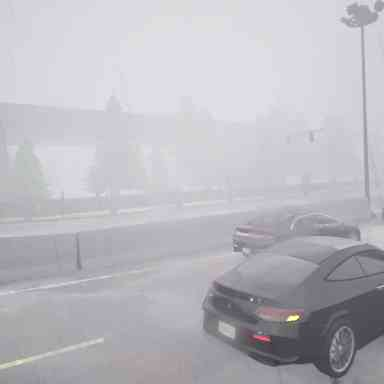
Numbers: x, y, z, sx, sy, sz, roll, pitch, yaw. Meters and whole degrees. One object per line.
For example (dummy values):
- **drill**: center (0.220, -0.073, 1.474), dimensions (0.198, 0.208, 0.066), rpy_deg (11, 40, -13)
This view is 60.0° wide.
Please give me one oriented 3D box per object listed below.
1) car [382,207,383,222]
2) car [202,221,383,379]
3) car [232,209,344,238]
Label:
- **car**: center (10.946, 0.820, 15.953), dimensions (4.892, 1.490, 1.837), rpy_deg (-4, 2, -36)
- **car**: center (2.294, 1.463, 5.406), dimensions (4.674, 1.442, 1.812), rpy_deg (-2, 1, -36)
- **car**: center (3.456, 1.305, 10.557), dimensions (4.902, 1.511, 2.128), rpy_deg (-3, 2, -36)
